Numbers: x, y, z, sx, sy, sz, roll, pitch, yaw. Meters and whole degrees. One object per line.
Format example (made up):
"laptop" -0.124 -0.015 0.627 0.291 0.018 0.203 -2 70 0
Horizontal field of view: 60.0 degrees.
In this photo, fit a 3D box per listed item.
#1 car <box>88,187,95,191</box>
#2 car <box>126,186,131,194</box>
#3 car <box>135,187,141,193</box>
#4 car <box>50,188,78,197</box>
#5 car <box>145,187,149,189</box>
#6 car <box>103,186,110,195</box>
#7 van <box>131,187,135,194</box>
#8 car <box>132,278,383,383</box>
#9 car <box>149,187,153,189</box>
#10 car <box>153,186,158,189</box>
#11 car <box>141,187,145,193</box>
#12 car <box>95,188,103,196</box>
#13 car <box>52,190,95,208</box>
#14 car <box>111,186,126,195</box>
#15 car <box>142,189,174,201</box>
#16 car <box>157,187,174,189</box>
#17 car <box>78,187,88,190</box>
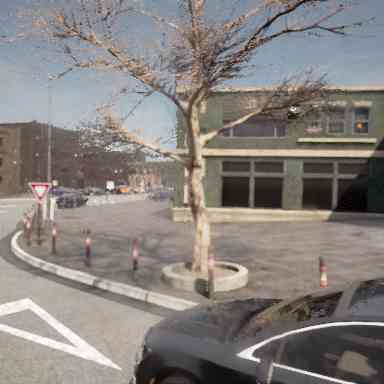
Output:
"car" -21.844 0.049 64.462 4.674 1.452 2.002 2 2 17
"car" -17.641 -0.266 77.594 5.366 1.575 1.946 2 2 17
"car" -16.213 -0.383 82.923 5.008 1.535 2.097 2 2 17
"car" -23.425 -0.019 59.172 4.553 1.767 2.185 2 1 17
"car" -14.624 -0.620 88.200 4.553 1.767 2.185 2 2 17
"car" -20.240 -0.095 69.742 4.892 1.521 2.231 2 2 17
"van" -16.897 -0.548 80.245 4.442 1.987 1.878 2 2 17
"car" 1.647 1.510 2.646 4.892 1.490 1.837 -1 0 35
"car" -13.759 -0.673 90.819 4.553 1.767 2.185 2 2 17
"car" -12.981 -0.599 93.465 4.892 1.521 2.231 2 2 17
"car" -15.430 -0.565 85.564 4.553 1.767 2.185 2 2 17
"car" -21.008 -0.167 67.086 4.553 1.767 2.185 2 2 17
"car" -12.908 0.882 36.537 1.837 1.490 4.892 1 1 8
"car" -18.645 -0.463 75.013 5.566 2.045 2.435 2 2 17
"car" -4.755 0.733 51.560 4.792 1.488 2.163 2 1 17
"car" -3.102 0.494 56.735 4.553 1.767 2.185 2 1 17
"car" -22.656 0.059 61.828 5.008 1.535 2.097 2 1 17
